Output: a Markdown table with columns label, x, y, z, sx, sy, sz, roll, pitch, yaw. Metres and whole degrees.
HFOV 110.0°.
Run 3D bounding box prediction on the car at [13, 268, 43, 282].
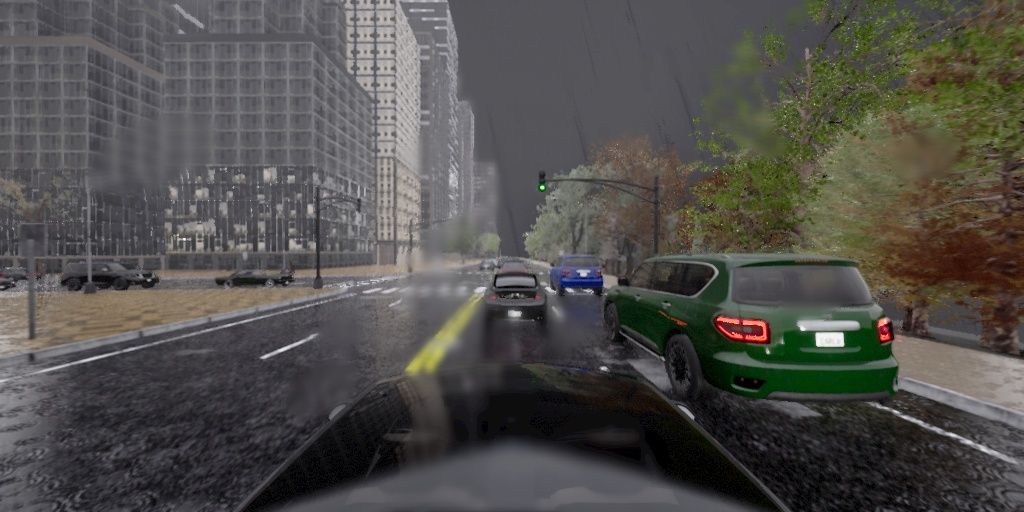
| label | x | y | z | sx | sy | sz | roll | pitch | yaw |
| --- | --- | --- | --- | --- | --- | --- | --- | --- | --- |
| car | -50.221 | 1.945 | 35.923 | 4.892 | 1.490 | 1.837 | -1 | 1 | 1 |

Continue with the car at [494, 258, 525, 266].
| label | x | y | z | sx | sy | sz | roll | pitch | yaw |
| --- | --- | --- | --- | --- | --- | --- | --- | --- | --- |
| car | 0.102 | 1.083 | 24.064 | 2.097 | 1.767 | 4.553 | 0 | 0 | 0 |

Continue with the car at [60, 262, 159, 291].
| label | x | y | z | sx | sy | sz | roll | pitch | yaw |
| --- | --- | --- | --- | --- | --- | --- | --- | --- | --- |
| car | -28.979 | 1.422 | 25.922 | 5.566 | 2.045 | 2.150 | -1 | 1 | 1 |

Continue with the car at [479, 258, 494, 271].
| label | x | y | z | sx | sy | sz | roll | pitch | yaw |
| --- | --- | --- | --- | --- | --- | --- | --- | --- | --- |
| car | -3.327 | 1.196 | 48.892 | 2.128 | 1.511 | 4.902 | 0 | 0 | 0 |

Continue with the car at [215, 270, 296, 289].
| label | x | y | z | sx | sy | sz | roll | pitch | yaw |
| --- | --- | --- | --- | --- | --- | --- | --- | --- | --- |
| car | -18.405 | 1.634 | 25.879 | 4.718 | 1.301 | 1.895 | -1 | 1 | 0 |

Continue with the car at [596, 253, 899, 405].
| label | x | y | z | sx | sy | sz | roll | pitch | yaw |
| --- | --- | --- | --- | --- | --- | --- | --- | --- | --- |
| car | 3.357 | 0.969 | 6.508 | 2.150 | 2.045 | 5.566 | 0 | 0 | -1 |

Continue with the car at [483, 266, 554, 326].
| label | x | y | z | sx | sy | sz | roll | pitch | yaw |
| --- | --- | --- | --- | --- | --- | --- | --- | --- | --- |
| car | 0.100 | 1.245 | 11.622 | 1.837 | 1.490 | 4.892 | 0 | 0 | 0 |

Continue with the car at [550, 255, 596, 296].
| label | x | y | z | sx | sy | sz | roll | pitch | yaw |
| --- | --- | --- | --- | --- | --- | --- | --- | --- | --- |
| car | 3.347 | 0.954 | 19.396 | 2.150 | 2.045 | 5.566 | 0 | 0 | 0 |

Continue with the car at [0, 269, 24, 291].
| label | x | y | z | sx | sy | sz | roll | pitch | yaw |
| --- | --- | --- | --- | --- | --- | --- | --- | --- | --- |
| car | -39.628 | 1.915 | 25.988 | 5.357 | 1.411 | 2.033 | -1 | 1 | 0 |

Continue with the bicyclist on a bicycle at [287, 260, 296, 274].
| label | x | y | z | sx | sy | sz | roll | pitch | yaw |
| --- | --- | --- | --- | --- | --- | --- | --- | --- | --- |
| bicyclist on a bicycle | -24.639 | 1.298 | 40.000 | 0.582 | 1.620 | 1.656 | -1 | 1 | 0 |
